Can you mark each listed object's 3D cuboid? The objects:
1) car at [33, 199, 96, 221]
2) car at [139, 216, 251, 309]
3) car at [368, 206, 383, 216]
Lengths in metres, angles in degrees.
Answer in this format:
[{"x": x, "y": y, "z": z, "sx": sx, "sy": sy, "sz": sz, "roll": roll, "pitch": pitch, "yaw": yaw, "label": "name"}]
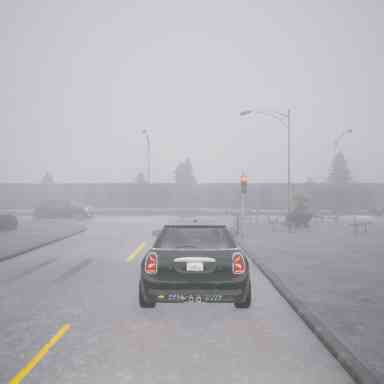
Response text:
[{"x": -10.053, "y": 1.351, "z": 26.491, "sx": 4.553, "sy": 1.767, "sz": 2.097, "roll": 0, "pitch": 0, "yaw": 0, "label": "car"}, {"x": 0.075, "y": 1.352, "z": 8.061, "sx": 2.097, "sy": 1.767, "sz": 4.553, "roll": 0, "pitch": 0, "yaw": 1, "label": "car"}, {"x": 19.316, "y": 1.547, "z": 30.640, "sx": 5.357, "sy": 1.411, "sz": 2.033, "roll": 0, "pitch": 0, "yaw": 0, "label": "car"}]
